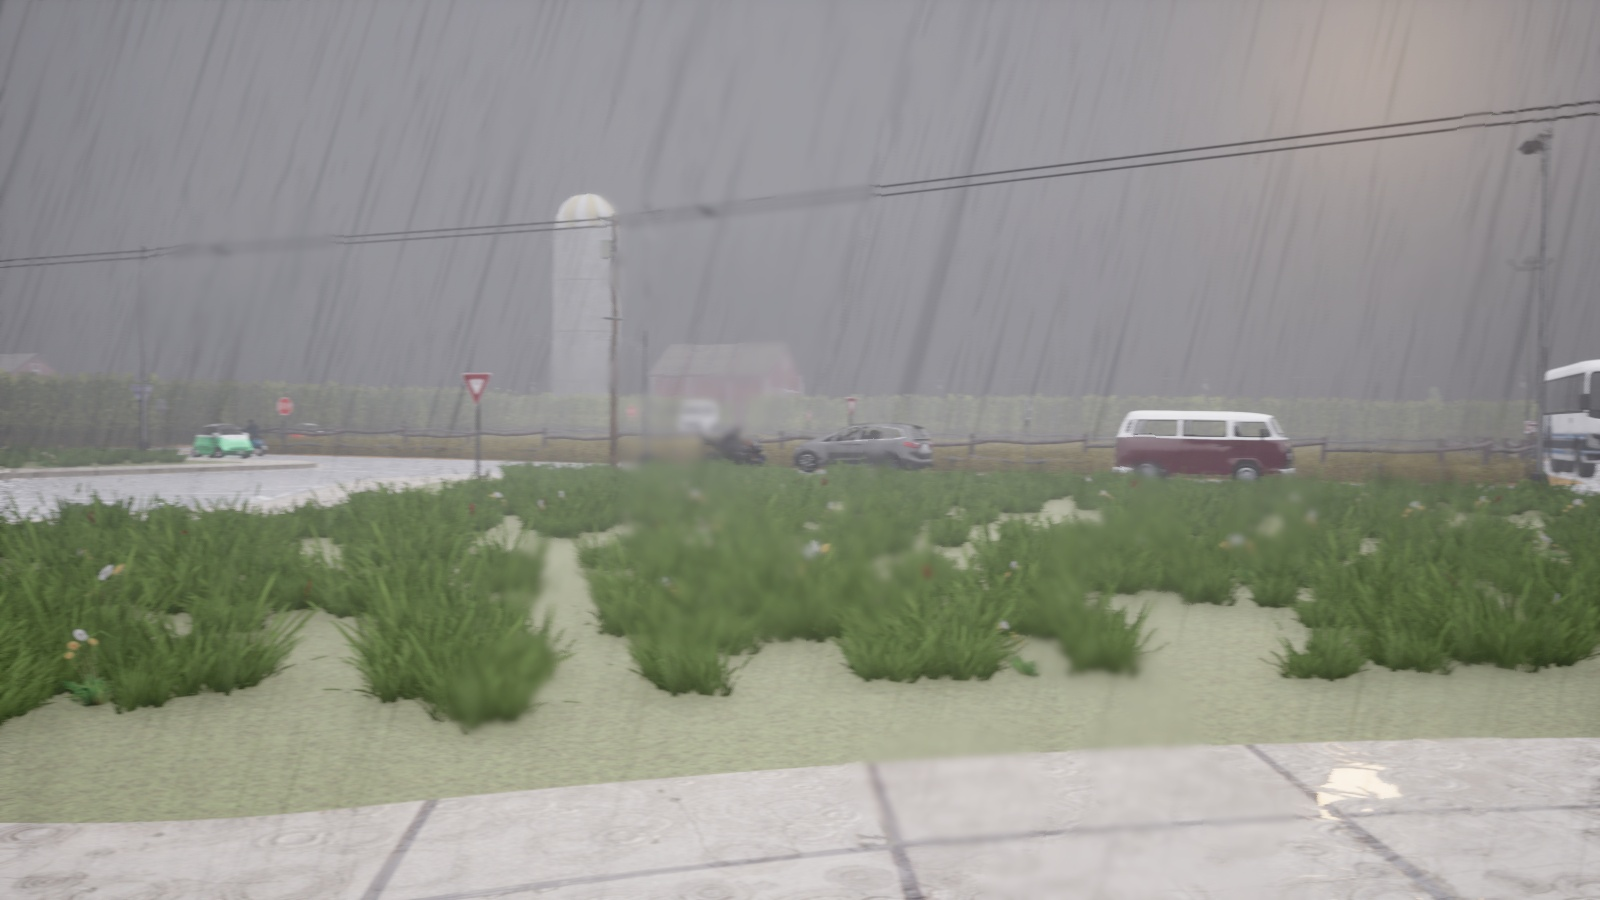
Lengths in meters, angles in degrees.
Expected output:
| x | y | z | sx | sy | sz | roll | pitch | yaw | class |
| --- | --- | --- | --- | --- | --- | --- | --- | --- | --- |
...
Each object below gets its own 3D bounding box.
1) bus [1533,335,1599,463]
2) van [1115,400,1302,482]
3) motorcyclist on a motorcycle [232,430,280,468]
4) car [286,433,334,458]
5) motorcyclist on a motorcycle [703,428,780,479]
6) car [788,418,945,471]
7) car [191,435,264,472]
| x | y | z | sx | sy | sz | roll | pitch | yaw | class |
| --- | --- | --- | --- | --- | --- | --- | --- | --- | --- |
| 30.064 | -1.820 | 46.180 | 3.944 | 4.253 | 10.273 | 0 | 1 | 22 | bus |
| 10.778 | -0.249 | 33.130 | 4.480 | 2.038 | 2.069 | 0 | 1 | 25 | van |
| -23.023 | -0.033 | 53.122 | 1.817 | 1.590 | 0.866 | 0 | 1 | 26 | motorcyclist on a motorcycle |
| -28.595 | -0.264 | 73.342 | 1.481 | 1.376 | 2.207 | 0 | 1 | 26 | car |
| -1.806 | 0.095 | 38.652 | 2.191 | 1.530 | 0.866 | 0 | 2 | 15 | motorcyclist on a motorcycle |
| 2.181 | -0.188 | 41.085 | 4.611 | 1.667 | 2.242 | 0 | 1 | 26 | car |
| -22.315 | 0.142 | 48.922 | 2.207 | 1.376 | 1.481 | -1 | 1 | 26 | car |
